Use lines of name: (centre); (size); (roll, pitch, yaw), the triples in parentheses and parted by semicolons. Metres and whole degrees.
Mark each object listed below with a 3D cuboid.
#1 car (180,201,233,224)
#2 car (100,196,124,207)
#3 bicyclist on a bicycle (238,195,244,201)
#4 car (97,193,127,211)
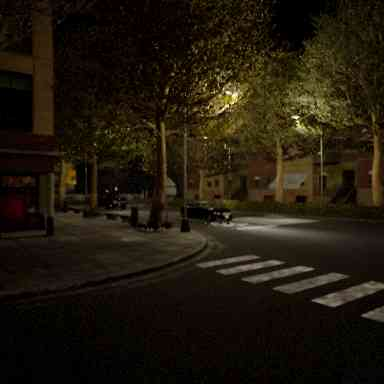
car: (0.989, 1.418, 24.552); (2.128, 1.511, 4.902); (0, 0, -35)
car: (-11.930, 1.413, 49.508); (1.837, 1.490, 4.892); (0, 0, -34)
bicyclist on a bicycle: (5.523, 1.170, 38.162); (1.656, 1.620, 0.582); (-1, 0, -35)
car: (-9.864, 1.148, 40.301); (2.150, 2.045, 5.566); (0, 0, -34)
